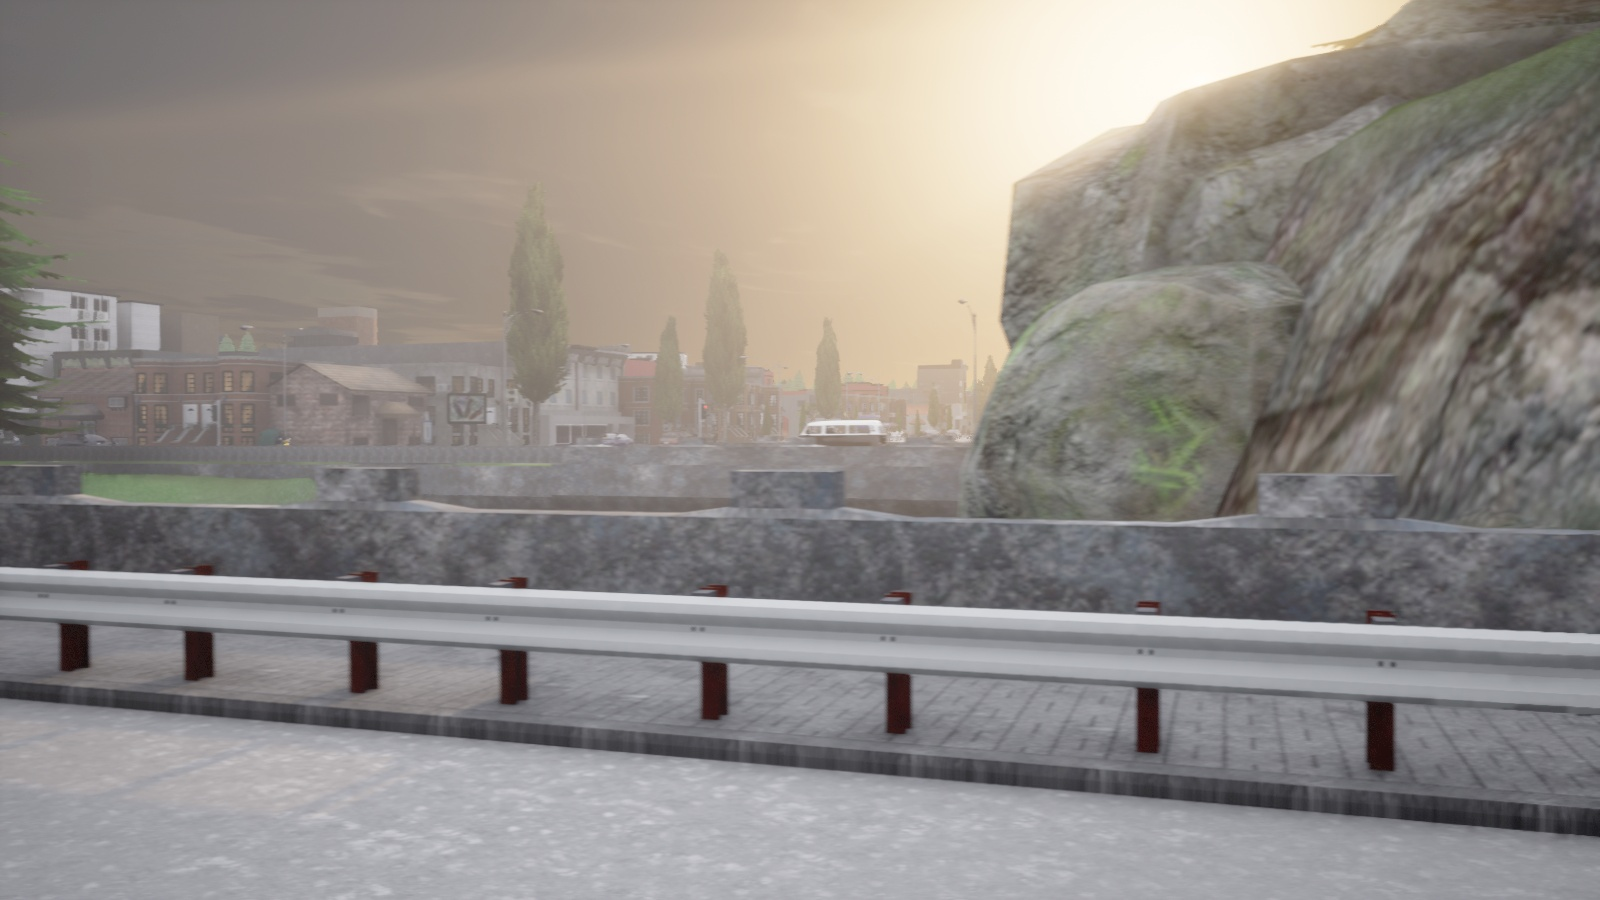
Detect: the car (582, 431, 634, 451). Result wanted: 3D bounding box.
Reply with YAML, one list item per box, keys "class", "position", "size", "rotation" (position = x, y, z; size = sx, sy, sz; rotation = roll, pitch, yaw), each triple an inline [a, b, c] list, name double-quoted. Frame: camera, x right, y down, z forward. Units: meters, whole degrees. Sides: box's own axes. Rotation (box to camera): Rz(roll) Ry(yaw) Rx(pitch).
- class: "car"
  position: [-13.842, -0.658, 90.930]
  size: [1.812, 1.442, 4.674]
  rotation: [1, 1, 19]

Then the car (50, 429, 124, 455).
- class: "car"
  position: [-42.238, -0.513, 74.421]
  size: [3.633, 1.501, 1.845]
  rotation: [0, 1, 19]

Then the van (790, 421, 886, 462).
- class: "van"
  position: [1.939, -0.464, 63.737]
  size: [4.480, 2.038, 2.069]
  rotation: [1, 1, 19]
